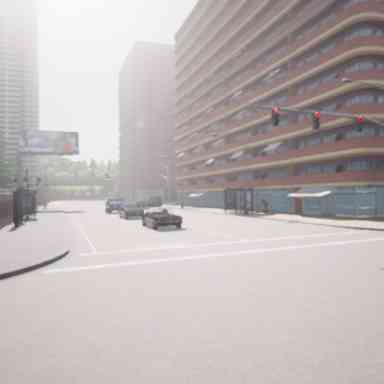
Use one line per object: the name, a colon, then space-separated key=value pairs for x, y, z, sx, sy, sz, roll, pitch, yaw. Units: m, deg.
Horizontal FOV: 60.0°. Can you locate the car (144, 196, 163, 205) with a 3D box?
car: x=-6.315 y=1.659 z=53.332 sx=2.150 sy=2.045 sz=5.566 roll=-1 pitch=0 yaw=-21

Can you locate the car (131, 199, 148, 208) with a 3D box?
car: x=-10.007 y=2.099 z=62.656 sx=2.033 sy=1.411 sz=5.357 roll=-1 pitch=0 yaw=-21

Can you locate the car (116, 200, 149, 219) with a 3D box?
car: x=-5.942 y=1.818 z=32.789 sx=1.837 sy=1.490 sz=4.892 roll=-1 pitch=0 yaw=-21

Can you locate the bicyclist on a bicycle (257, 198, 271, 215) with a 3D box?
bicyclist on a bicycle: x=7.020 y=1.404 z=32.537 sx=1.656 sy=1.620 sz=0.582 roll=-1 pitch=0 yaw=-21

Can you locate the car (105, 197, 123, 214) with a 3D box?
car: x=-9.724 y=1.654 z=42.470 sx=2.150 sy=2.045 sz=5.566 roll=-1 pitch=-1 yaw=-21

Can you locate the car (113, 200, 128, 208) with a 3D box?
car: x=-13.276 y=2.197 z=61.408 sx=1.895 sy=1.301 sz=4.718 roll=-1 pitch=0 yaw=-21

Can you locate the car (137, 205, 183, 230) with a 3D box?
car: x=-2.182 y=1.798 z=23.183 sx=1.895 sy=1.301 sz=4.718 roll=-1 pitch=0 yaw=-21
